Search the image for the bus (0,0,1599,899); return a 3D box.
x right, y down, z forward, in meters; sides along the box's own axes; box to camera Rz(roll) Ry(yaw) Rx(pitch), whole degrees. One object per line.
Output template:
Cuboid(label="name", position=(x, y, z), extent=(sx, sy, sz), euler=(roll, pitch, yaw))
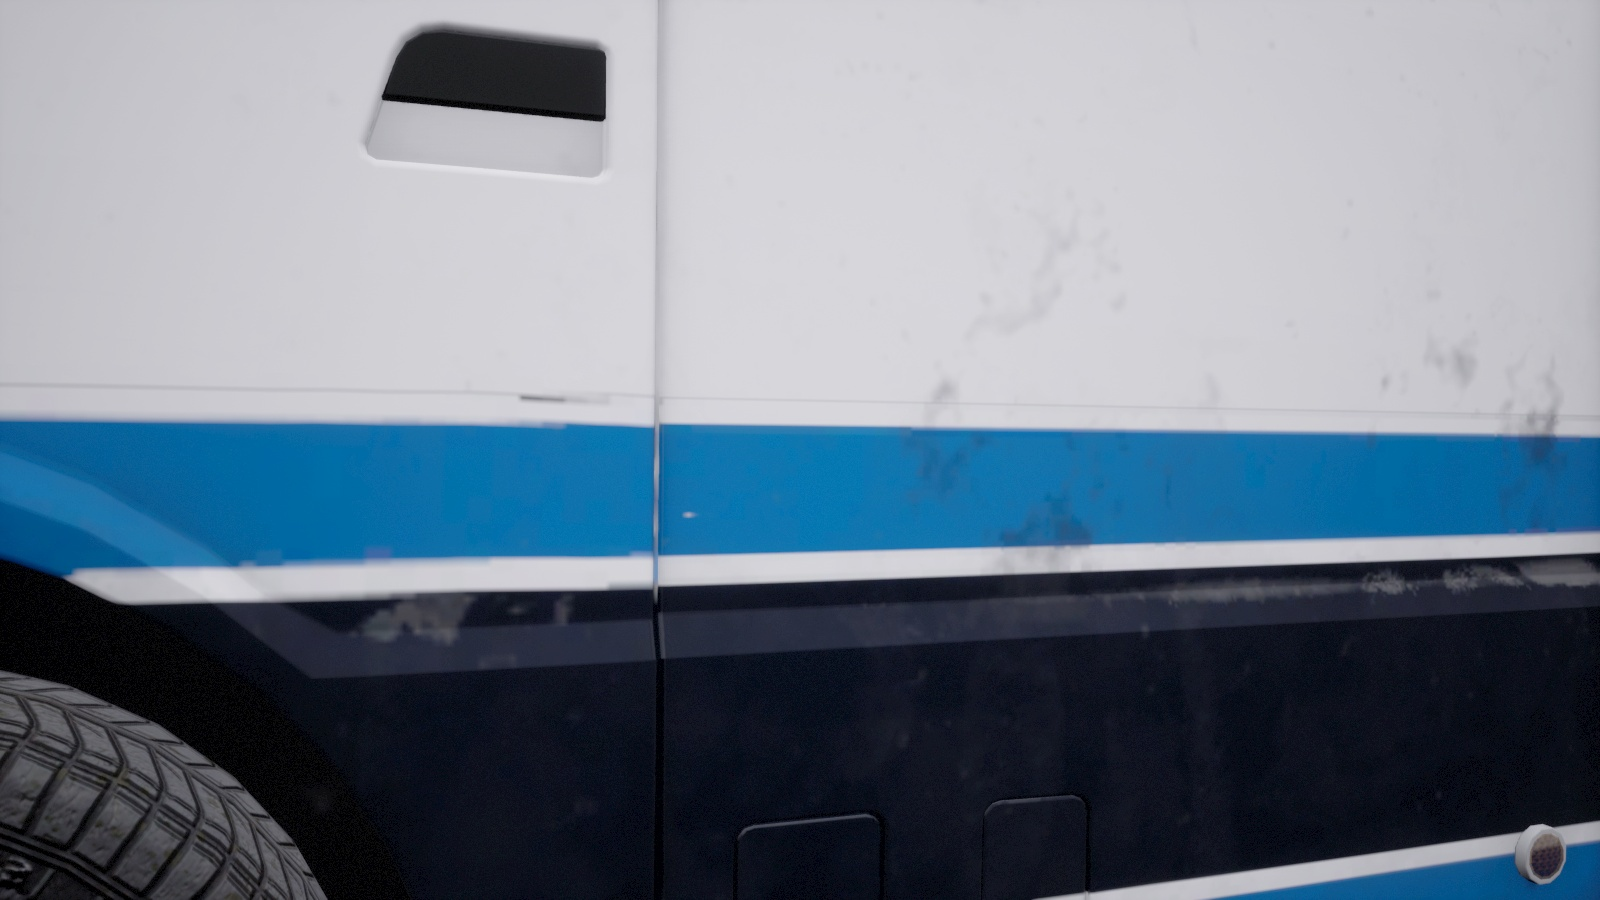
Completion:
Cuboid(label="bus", position=(1.219, -0.652, 3.684), extent=(10.273, 4.253, 3.944), euler=(-1, 1, -21))
